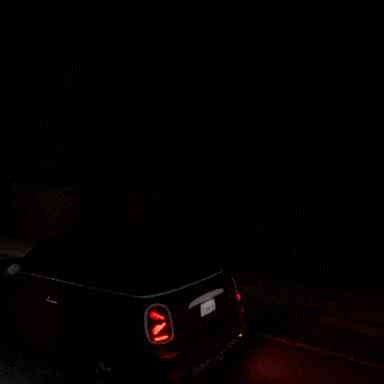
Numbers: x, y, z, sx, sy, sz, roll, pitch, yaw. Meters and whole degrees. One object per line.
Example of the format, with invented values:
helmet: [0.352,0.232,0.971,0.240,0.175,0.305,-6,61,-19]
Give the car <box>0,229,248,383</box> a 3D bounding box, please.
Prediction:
car: [-1.546,1.356,5.088,4.553,1.767,2.097,0,0,35]
